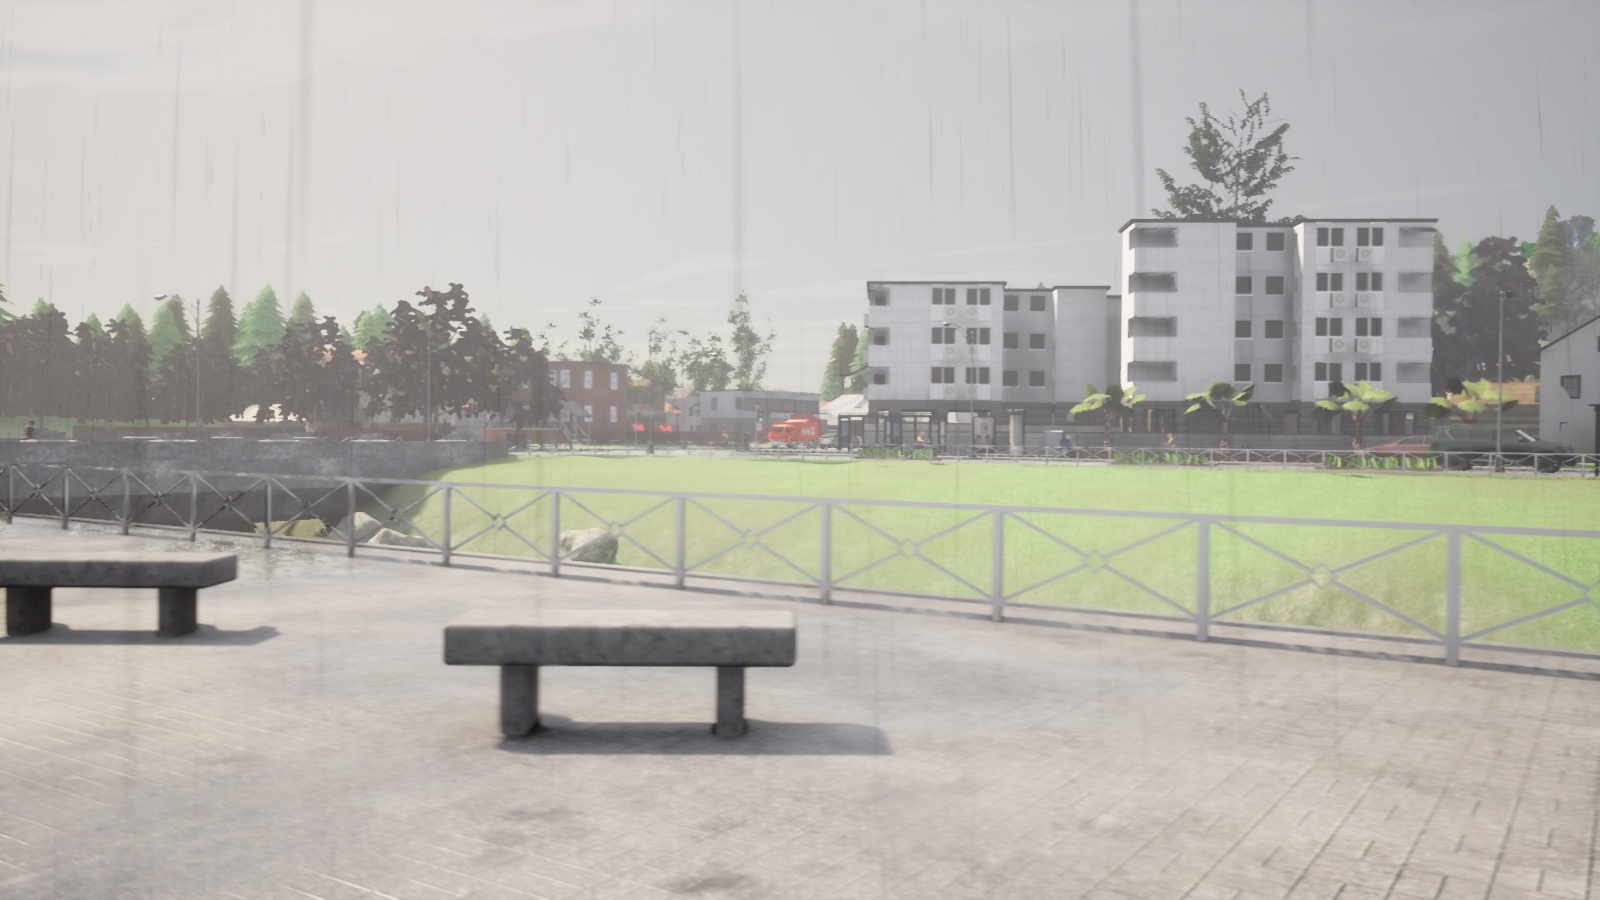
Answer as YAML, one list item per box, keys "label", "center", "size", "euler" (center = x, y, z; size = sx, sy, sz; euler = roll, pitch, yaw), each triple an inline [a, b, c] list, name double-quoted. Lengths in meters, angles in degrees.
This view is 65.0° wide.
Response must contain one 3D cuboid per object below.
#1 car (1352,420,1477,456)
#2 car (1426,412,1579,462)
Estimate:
- label: "car"
  center: [28.904, -0.558, 59.096]
  size: [5.027, 1.651, 2.152]
  euler: [0, 1, 34]
- label: "car"
  center: [29.949, -0.553, 53.596]
  size: [5.566, 2.045, 2.150]
  euler: [0, 1, 34]
